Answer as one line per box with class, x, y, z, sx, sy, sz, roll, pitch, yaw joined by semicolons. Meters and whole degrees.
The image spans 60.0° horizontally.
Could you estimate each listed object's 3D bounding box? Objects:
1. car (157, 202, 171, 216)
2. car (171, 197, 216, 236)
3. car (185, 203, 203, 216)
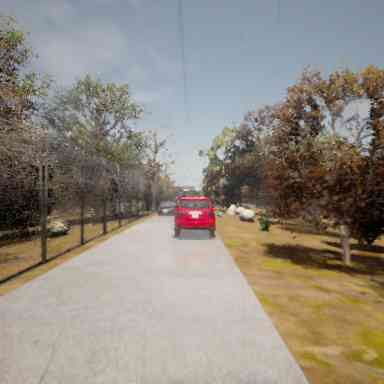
car;-2.709;1.842;36.641;2.128;1.511;4.902;0;-1;1
car;0.144;1.321;19.219;2.150;2.045;5.566;0;-1;0
car;0.227;1.968;37.545;1.895;1.301;4.718;0;-1;0
